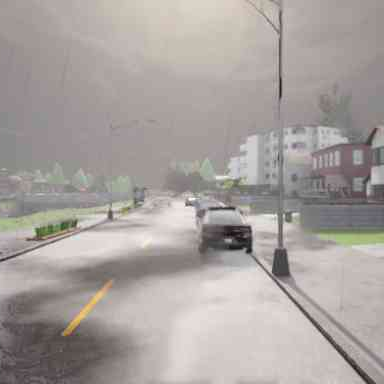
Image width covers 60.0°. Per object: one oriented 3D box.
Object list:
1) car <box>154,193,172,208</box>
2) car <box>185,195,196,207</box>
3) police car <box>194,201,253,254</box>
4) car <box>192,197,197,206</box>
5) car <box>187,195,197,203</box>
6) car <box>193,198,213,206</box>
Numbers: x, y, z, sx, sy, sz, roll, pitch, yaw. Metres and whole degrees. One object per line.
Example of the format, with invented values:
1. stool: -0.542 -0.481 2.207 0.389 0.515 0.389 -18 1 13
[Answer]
1. car: -4.085 1.098 46.950 2.150 2.045 5.566 0 0 0
2. car: 0.003 1.433 49.086 1.994 1.385 4.181 0 0 0
3. police car: 1.197 1.389 13.513 1.930 1.638 5.238 0 0 0
4. car: 1.195 1.427 29.403 1.837 1.490 4.892 0 0 0
5. car: -0.009 1.306 64.245 1.882 1.535 5.008 0 0 0
6. car: 1.196 1.415 23.403 1.882 1.535 5.008 0 0 0
